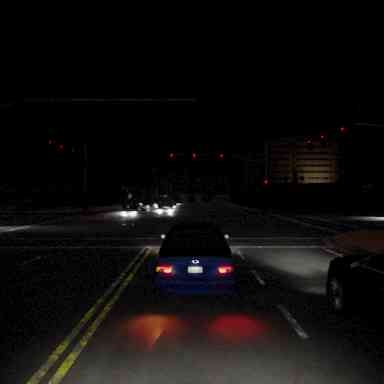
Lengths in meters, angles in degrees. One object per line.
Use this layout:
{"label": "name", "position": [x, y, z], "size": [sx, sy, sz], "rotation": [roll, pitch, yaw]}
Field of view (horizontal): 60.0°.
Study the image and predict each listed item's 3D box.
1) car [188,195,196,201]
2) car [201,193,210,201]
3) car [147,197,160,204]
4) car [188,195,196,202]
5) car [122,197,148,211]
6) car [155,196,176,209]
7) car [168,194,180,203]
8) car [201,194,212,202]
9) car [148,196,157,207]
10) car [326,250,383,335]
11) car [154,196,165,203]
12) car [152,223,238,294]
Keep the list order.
{"label": "car", "position": [-0.072, 1.421, 84.700], "size": [1.994, 1.385, 4.181], "rotation": [0, 0, 0]}
{"label": "car", "position": [3.428, 1.223, 84.675], "size": [2.097, 1.767, 4.553], "rotation": [0, 0, 0]}
{"label": "car", "position": [-7.111, 1.598, 62.260], "size": [1.895, 1.301, 4.718], "rotation": [0, 0, 0]}
{"label": "car", "position": [-0.063, 1.528, 74.426], "size": [2.033, 1.411, 5.357], "rotation": [0, 0, 0]}
{"label": "car", "position": [-7.269, 1.491, 40.988], "size": [2.128, 1.511, 4.902], "rotation": [0, 0, 3]}
{"label": "car", "position": [-3.631, 1.599, 46.022], "size": [1.895, 1.301, 4.718], "rotation": [0, 0, 0]}
{"label": "car", "position": [-3.632, 1.489, 56.085], "size": [2.128, 1.511, 4.902], "rotation": [0, 0, 0]}
{"label": "car", "position": [3.437, 1.340, 74.719], "size": [2.097, 1.767, 4.553], "rotation": [0, 0, 0]}
{"label": "car", "position": [-7.136, 1.545, 51.708], "size": [2.033, 1.411, 5.357], "rotation": [0, 0, 0]}
{"label": "car", "position": [3.559, 1.491, 4.683], "size": [2.128, 1.511, 4.902], "rotation": [0, 0, 0]}
{"label": "car", "position": [-7.061, 1.536, 72.566], "size": [2.033, 1.411, 5.357], "rotation": [0, 0, 0]}
{"label": "car", "position": [0.075, 1.547, 8.926], "size": [2.033, 1.411, 5.357], "rotation": [0, 0, 0]}
